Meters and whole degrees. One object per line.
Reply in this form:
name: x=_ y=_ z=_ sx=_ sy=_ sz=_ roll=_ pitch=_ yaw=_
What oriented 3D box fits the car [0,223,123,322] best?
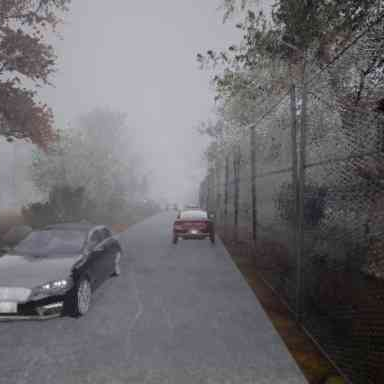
car: x=-2.856 y=1.508 z=7.537 sx=2.128 sy=1.511 sz=4.902 roll=0 pitch=0 yaw=0

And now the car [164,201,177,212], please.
car: x=-3.002 y=2.108 z=49.137 sx=2.128 sy=1.511 sz=4.902 roll=0 pitch=-1 yaw=0

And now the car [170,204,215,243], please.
car: x=0.079 y=1.549 z=16.501 sx=1.882 sy=1.535 sz=5.008 roll=0 pitch=0 yaw=0
